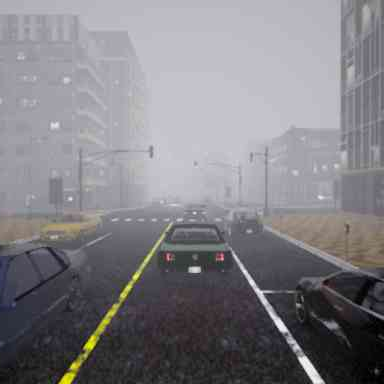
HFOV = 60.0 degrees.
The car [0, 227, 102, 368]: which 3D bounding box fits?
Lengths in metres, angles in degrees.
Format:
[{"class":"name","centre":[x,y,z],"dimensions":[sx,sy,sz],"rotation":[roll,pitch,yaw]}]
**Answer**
[{"class":"car","centre":[-3.098,1.557,4.958],"dimensions":[2.033,1.411,5.357],"rotation":[0,0,0]}]

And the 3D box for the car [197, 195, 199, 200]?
[{"class":"car","centre":[2.692,1.557,76.168],"dimensions":[1.967,1.590,4.097],"rotation":[0,0,0]}]

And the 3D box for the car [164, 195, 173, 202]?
[{"class":"car","centre":[-5.689,1.564,81.708],"dimensions":[1.967,1.590,4.097],"rotation":[0,0,0]}]

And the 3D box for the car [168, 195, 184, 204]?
[{"class":"car","centre":[-3.014,1.598,65.178],"dimensions":[2.128,1.511,4.902],"rotation":[0,0,0]}]

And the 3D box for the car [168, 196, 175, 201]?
[{"class":"car","centre":[-5.687,1.719,92.776],"dimensions":[1.802,1.307,4.206],"rotation":[0,0,0]}]

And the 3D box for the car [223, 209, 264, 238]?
[{"class":"car","centre":[2.656,1.582,17.559],"dimensions":[2.008,1.369,4.403],"rotation":[0,0,0]}]

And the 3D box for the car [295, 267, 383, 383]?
[{"class":"car","centre":[2.683,1.574,4.154],"dimensions":[1.947,1.339,4.313],"rotation":[0,0,0]}]

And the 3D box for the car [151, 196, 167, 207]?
[{"class":"car","centre":[-5.690,1.639,54.041],"dimensions":[2.008,1.369,4.403],"rotation":[0,0,0]}]

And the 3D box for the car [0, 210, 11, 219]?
[{"class":"car","centre":[-20.030,1.923,31.822],"dimensions":[4.829,1.417,1.752],"rotation":[-1,1,-1]}]

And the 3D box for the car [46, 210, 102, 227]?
[{"class":"car","centre":[-5.659,1.555,16.061],"dimensions":[1.752,1.417,4.829],"rotation":[0,0,0]}]

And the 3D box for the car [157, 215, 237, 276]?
[{"class":"car","centre":[0.086,1.620,10.362],"dimensions":[1.895,1.301,4.718],"rotation":[0,0,0]}]

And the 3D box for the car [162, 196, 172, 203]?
[{"class":"car","centre":[-5.688,1.699,76.175],"dimensions":[1.802,1.307,4.206],"rotation":[0,0,0]}]

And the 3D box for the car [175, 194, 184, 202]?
[{"class":"car","centre":[-2.997,1.467,81.126],"dimensions":[2.097,1.767,4.553],"rotation":[0,0,0]}]

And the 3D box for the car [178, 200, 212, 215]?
[{"class":"car","centre":[0.438,1.606,26.605],"dimensions":[2.033,1.411,5.357],"rotation":[0,-1,6]}]

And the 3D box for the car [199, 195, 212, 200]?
[{"class":"car","centre":[2.692,1.662,59.567],"dimensions":[1.947,1.339,4.313],"rotation":[0,0,0]}]
